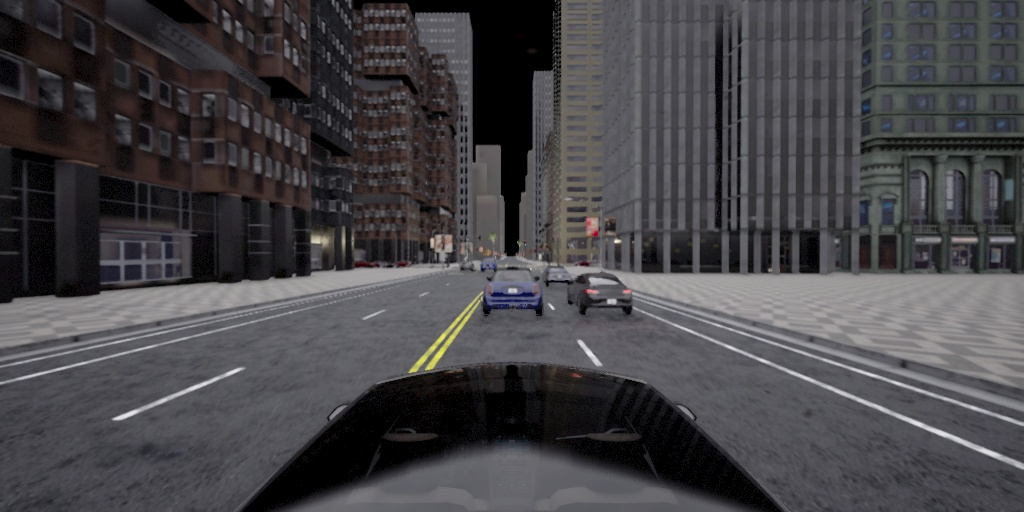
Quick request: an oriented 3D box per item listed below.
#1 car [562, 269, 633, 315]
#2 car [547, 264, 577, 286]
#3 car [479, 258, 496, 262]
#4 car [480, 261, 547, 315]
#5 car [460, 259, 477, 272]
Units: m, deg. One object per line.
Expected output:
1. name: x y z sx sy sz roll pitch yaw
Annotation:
1. car: 3.293 1.365 14.054 1.812 1.442 4.674 0 -1 0
2. car: 3.274 1.474 27.030 2.033 1.411 5.357 0 0 1
3. car: -3.339 1.297 51.818 2.150 2.045 5.566 0 -1 0
4. car: 0.044 1.190 14.080 2.097 1.767 4.553 0 0 0
5. car: -6.583 1.587 53.227 1.837 1.490 4.892 0 -1 0
